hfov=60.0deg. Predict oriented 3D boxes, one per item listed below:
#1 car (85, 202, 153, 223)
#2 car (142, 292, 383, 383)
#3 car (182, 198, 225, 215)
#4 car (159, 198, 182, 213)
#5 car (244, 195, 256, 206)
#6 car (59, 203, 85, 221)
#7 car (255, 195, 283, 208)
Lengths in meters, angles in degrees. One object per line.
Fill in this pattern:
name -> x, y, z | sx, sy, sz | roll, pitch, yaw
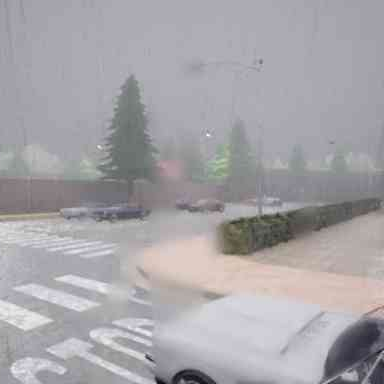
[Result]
car -> -5.132, 1.503, 24.440 | 1.895, 1.301, 4.718 | 0, 0, 36
car -> 1.822, 1.601, 2.712 | 4.718, 1.301, 1.895 | 0, 0, 37
car -> 1.494, 1.380, 33.558 | 1.882, 1.535, 5.008 | 0, 0, 36
car -> -1.482, 1.375, 35.413 | 2.128, 1.511, 4.902 | 0, 0, 36
car -> 9.694, 1.239, 50.179 | 2.097, 1.767, 4.553 | 0, 0, 40
car -> -8.018, 1.484, 26.424 | 1.895, 1.301, 4.718 | 0, 0, 36
car -> 11.057, 1.430, 46.353 | 1.812, 1.442, 4.674 | 0, 0, 39
